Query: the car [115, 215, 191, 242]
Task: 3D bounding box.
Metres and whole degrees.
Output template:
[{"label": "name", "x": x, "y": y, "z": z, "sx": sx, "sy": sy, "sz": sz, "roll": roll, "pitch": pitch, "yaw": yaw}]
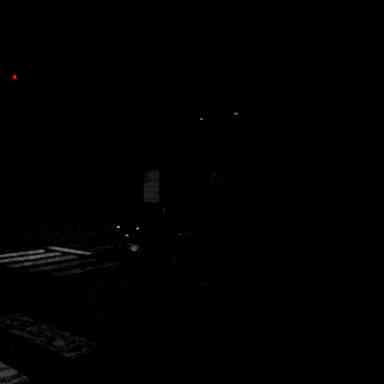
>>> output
[{"label": "car", "x": -2.118, "y": 1.994, "z": 19.139, "sx": 1.895, "sy": 1.301, "sz": 4.718, "roll": 0, "pitch": -1, "yaw": 35}]
